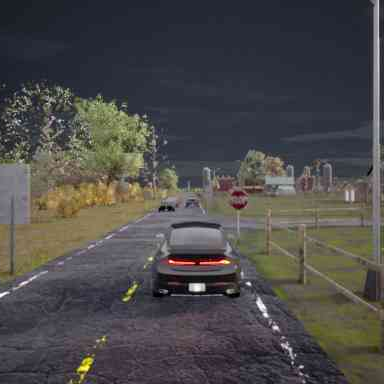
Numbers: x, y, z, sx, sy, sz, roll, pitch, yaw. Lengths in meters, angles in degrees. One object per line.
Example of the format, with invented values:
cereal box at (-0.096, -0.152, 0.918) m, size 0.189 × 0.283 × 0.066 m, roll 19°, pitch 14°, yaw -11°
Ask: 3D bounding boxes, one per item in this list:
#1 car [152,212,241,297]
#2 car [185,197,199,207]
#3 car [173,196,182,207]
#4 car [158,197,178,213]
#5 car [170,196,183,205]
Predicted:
car at (0.091, 1.504, 8.533) m, size 1.837 × 1.490 × 4.892 m, roll 0°, pitch 0°, yaw 0°
car at (0.054, 1.469, 50.124) m, size 1.837 × 1.490 × 4.892 m, roll 0°, pitch 0°, yaw 0°
car at (-2.877, 1.445, 48.156) m, size 1.882 × 1.535 × 5.008 m, roll 0°, pitch 0°, yaw 0°
car at (-2.753, 1.585, 36.754) m, size 1.895 × 1.301 × 4.718 m, roll 0°, pitch 0°, yaw -2°
car at (-2.839, 1.437, 60.535) m, size 2.128 × 1.511 × 4.902 m, roll 0°, pitch 0°, yaw 1°
